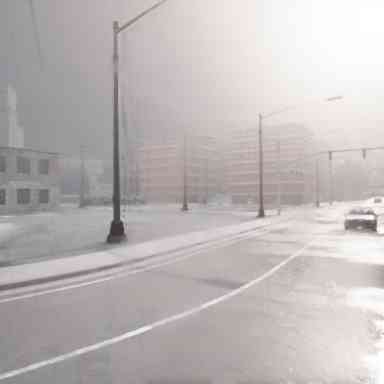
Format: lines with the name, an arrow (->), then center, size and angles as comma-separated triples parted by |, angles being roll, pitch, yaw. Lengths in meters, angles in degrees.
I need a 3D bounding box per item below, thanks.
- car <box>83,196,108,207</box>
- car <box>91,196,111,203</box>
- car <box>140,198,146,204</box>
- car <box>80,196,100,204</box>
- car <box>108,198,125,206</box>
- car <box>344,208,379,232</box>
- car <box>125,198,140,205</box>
car -> -18.602, 1.815, 61.870 | 4.553, 1.767, 2.097 | 0, 0, 31
car -> -21.897, 1.820, 80.216 | 4.553, 1.767, 2.097 | 0, -1, 31
car -> -12.619, 2.041, 74.648 | 4.892, 1.490, 1.837 | 0, 0, 31
car -> -23.698, 1.796, 77.214 | 4.553, 1.767, 2.097 | 0, -1, 31
car -> -16.082, 1.983, 64.458 | 4.902, 1.511, 2.128 | 0, 0, 31
car -> 11.278, 1.747, 22.039 | 2.033, 1.411, 5.357 | -1, -1, 30
car -> -14.419, 2.043, 71.646 | 4.902, 1.511, 2.128 | 0, 0, 31
